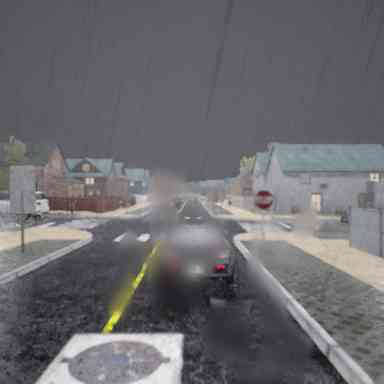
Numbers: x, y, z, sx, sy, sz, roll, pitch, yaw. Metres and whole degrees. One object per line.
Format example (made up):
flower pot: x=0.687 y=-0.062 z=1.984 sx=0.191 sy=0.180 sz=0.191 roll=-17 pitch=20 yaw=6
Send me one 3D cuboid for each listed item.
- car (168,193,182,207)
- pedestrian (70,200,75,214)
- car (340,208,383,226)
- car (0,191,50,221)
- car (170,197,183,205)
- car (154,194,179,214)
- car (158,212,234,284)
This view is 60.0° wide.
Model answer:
car: x=-2.845 y=1.212 z=46.305 sx=2.150 sy=2.045 sz=5.566 roll=0 pitch=0 yaw=0
pedestrian: x=-9.684 y=1.245 z=26.883 sx=0.500 sy=1.100 sz=0.500 roll=0 pitch=0 yaw=1
car: x=12.832 y=1.828 z=23.619 sx=4.181 sy=1.385 sz=1.994 roll=1 pitch=1 yaw=1
car: x=-13.356 y=0.931 z=24.238 sx=5.566 sy=2.045 sz=2.150 roll=1 pitch=1 yaw=-1
car: x=-2.778 y=1.549 z=60.262 sx=1.994 sy=1.385 sz=4.181 roll=0 pitch=0 yaw=1
car: x=-2.845 y=1.348 z=35.638 sx=2.097 sy=1.767 sz=4.553 roll=0 pitch=0 yaw=0
car: x=0.097 y=1.524 z=9.432 sx=1.812 sy=1.442 sz=4.674 roll=0 pitch=0 yaw=0
